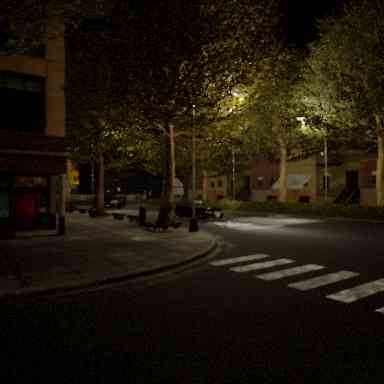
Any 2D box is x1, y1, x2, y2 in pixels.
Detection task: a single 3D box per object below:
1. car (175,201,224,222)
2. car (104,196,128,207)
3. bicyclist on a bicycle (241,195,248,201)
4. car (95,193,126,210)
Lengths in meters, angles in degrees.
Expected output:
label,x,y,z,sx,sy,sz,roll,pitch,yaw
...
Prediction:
label,x,y,z,sx,sy,sz,roll,pitch,yaw
car,0.505,1.441,26.193,2.128,1.511,4.902,0,0,-35
car,-11.446,1.441,49.817,1.837,1.490,4.892,0,0,-34
bicyclist on a bicycle,5.990,1.213,38.444,1.656,1.620,0.582,-1,0,-35
car,-10.784,1.174,42.668,2.150,2.045,5.566,0,0,-34
